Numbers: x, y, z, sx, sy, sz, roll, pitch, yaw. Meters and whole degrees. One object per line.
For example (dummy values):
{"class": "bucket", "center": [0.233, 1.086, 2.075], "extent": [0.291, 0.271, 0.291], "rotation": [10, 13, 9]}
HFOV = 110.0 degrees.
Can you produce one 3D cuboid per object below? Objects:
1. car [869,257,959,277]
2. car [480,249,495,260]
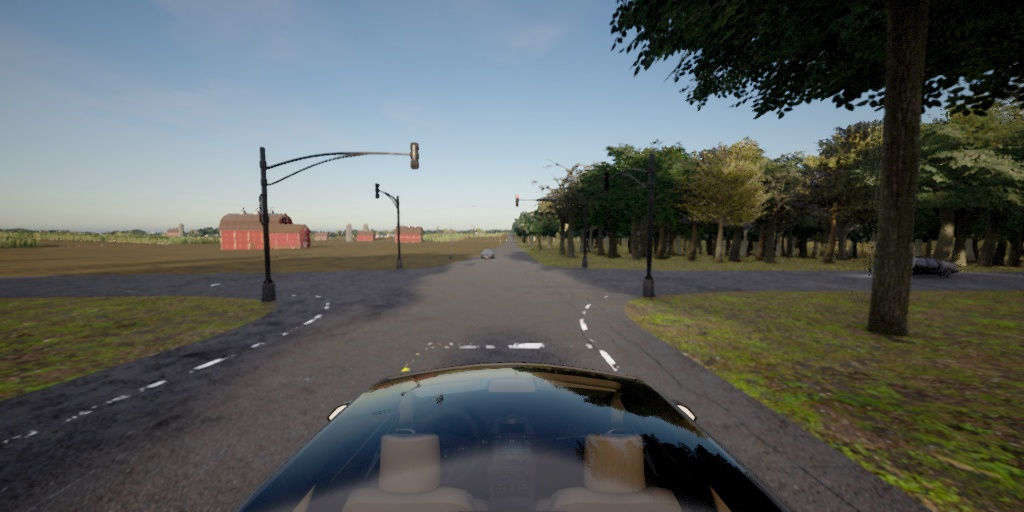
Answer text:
{"class": "car", "center": [29.940, 0.779, 26.720], "extent": [5.357, 1.411, 2.033], "rotation": [0, 4, -3]}
{"class": "car", "center": [-3.450, -0.227, 51.326], "extent": [1.882, 1.535, 5.008], "rotation": [0, 3, 0]}
